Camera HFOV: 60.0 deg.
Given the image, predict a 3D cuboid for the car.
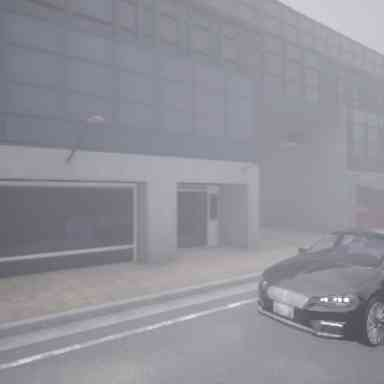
[{"bbox_3d":[3.359,1.497,6.385,4.902,1.511,2.128,0,0,-35],"label":"car"}]
